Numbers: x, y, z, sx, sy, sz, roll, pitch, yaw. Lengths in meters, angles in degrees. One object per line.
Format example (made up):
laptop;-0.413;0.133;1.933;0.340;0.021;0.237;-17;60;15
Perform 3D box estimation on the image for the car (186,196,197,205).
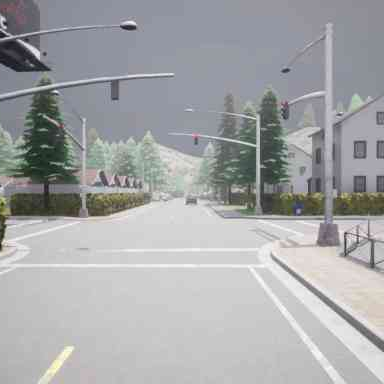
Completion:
car;-0.086;1.505;59.225;1.837;1.490;4.892;0;0;0
